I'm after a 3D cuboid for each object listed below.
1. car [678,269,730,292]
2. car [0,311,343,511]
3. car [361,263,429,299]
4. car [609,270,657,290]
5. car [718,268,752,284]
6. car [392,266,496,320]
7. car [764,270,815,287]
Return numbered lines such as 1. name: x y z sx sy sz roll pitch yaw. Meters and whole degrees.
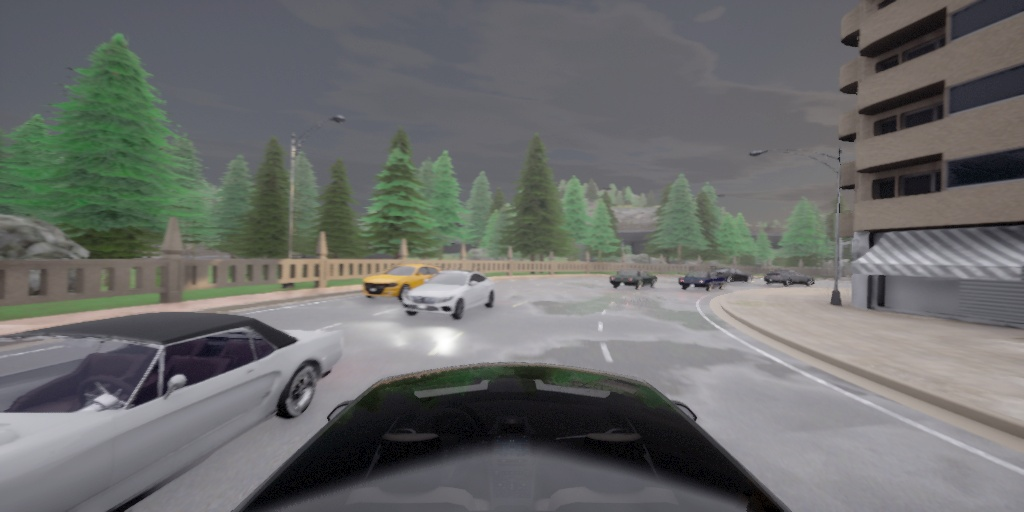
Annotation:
1. car: 13.910 1.799 26.127 4.718 1.301 1.895 2 0 -45
2. car: -3.444 1.248 2.979 1.895 1.301 4.718 2 0 2
3. car: -4.704 1.106 16.615 1.882 1.535 5.008 2 0 19
4. car: 8.793 1.644 25.763 1.895 1.301 4.718 2 0 40
5. car: 21.593 1.919 35.532 5.008 1.535 1.882 2 0 -25
6. car: -1.979 1.228 12.763 1.812 1.442 4.674 2 0 17
7. car: 25.941 2.063 33.528 4.902 1.511 2.128 2 0 -18
